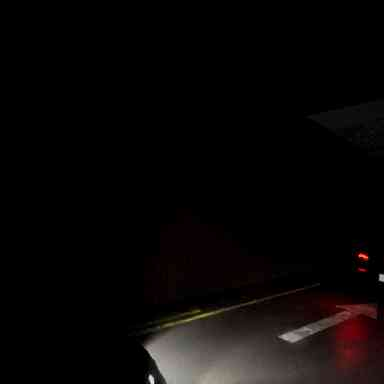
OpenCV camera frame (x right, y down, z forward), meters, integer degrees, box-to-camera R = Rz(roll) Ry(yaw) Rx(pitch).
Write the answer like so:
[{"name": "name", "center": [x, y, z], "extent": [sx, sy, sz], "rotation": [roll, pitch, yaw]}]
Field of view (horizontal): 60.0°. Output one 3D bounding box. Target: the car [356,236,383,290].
[{"name": "car", "center": [5.678, 1.526, 7.819], "extent": [4.674, 1.442, 1.812], "rotation": [0, 0, -35]}]

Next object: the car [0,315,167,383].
[{"name": "car", "center": [-2.208, 1.564, 2.267], "extent": [4.181, 1.385, 1.994], "rotation": [0, 0, -35]}]
